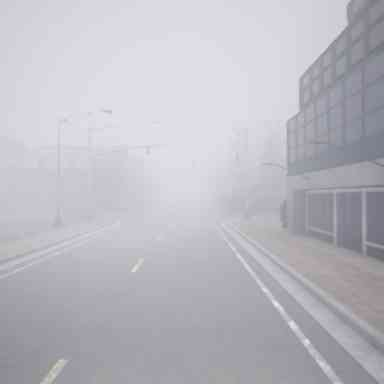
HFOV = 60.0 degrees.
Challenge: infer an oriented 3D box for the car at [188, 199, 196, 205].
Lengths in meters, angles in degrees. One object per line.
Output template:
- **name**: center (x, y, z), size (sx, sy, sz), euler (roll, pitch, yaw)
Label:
- **car**: center (-0.006, 2.254, 76.538), size (2.033, 1.411, 5.357), euler (0, -1, 0)

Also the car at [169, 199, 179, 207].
- **car**: center (-3.513, 2.234, 66.151), size (1.837, 1.490, 4.892), euler (0, 0, 0)
